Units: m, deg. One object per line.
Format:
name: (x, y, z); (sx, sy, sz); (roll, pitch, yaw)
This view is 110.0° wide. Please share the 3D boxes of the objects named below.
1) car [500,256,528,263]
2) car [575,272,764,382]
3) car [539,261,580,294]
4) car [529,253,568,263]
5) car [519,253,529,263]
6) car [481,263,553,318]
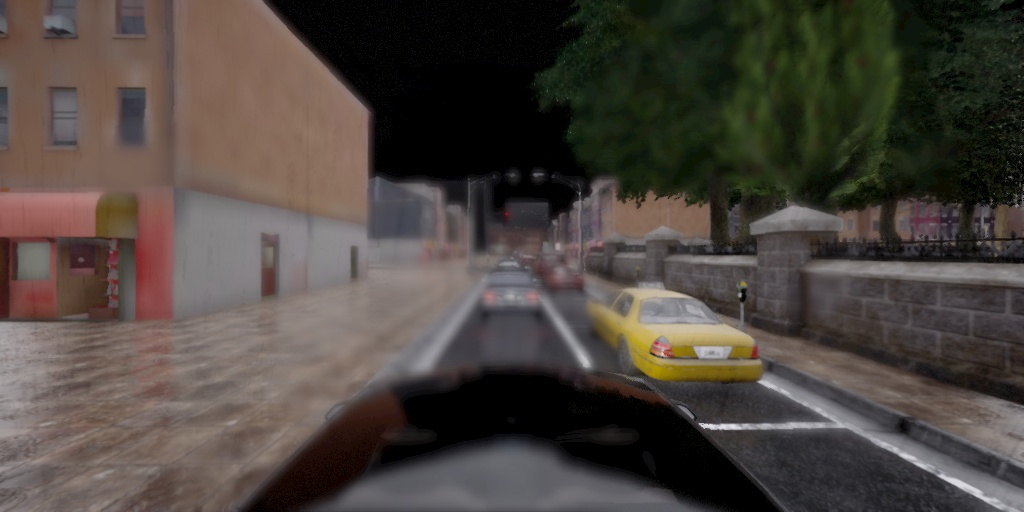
car: (-0.113, 0.953, 22.955); (1.812, 1.442, 4.674); (0, 1, 0)
car: (2.609, 1.194, 7.026); (1.751, 1.417, 4.829); (0, 0, 0)
car: (2.537, 1.084, 17.753); (1.802, 1.307, 4.207); (0, 0, 0)
car: (2.500, 0.737, 23.201); (2.192, 1.841, 5.009); (0, 0, 0)
car: (2.324, 0.600, 49.627); (1.888, 1.381, 4.507); (0, 0, 0)
car: (-0.006, 1.135, 12.184); (2.033, 1.411, 5.357); (0, 1, 0)
